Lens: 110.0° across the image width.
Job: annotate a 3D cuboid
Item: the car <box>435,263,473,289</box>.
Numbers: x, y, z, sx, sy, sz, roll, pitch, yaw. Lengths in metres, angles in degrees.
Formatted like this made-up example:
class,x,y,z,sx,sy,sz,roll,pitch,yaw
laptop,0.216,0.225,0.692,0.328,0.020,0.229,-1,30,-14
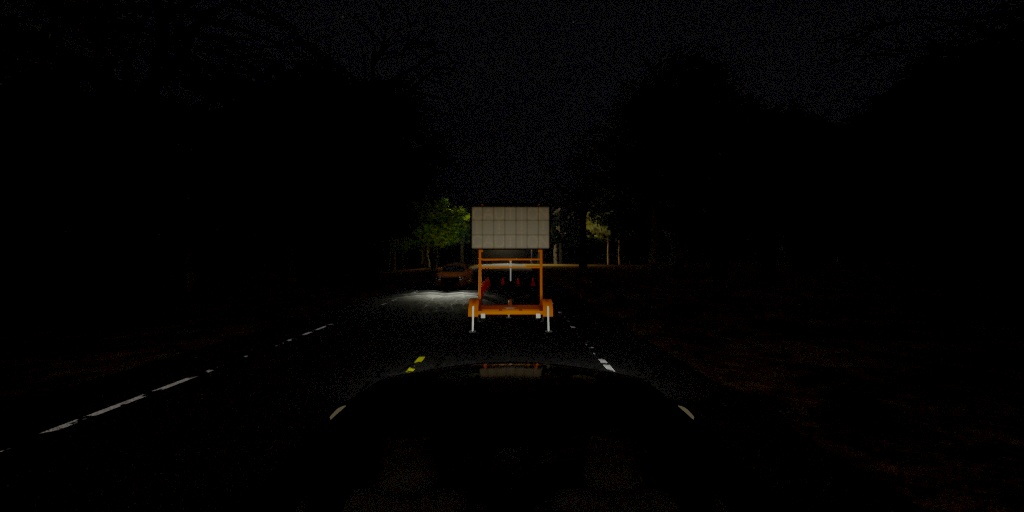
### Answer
class,x,y,z,sx,sy,sz,roll,pitch,yaw
car,-3.605,1.211,23.044,1.882,1.535,5.008,0,0,0

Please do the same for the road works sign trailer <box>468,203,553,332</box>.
class,x,y,z,sx,sy,sz,roll,pitch,yaw
road works sign trailer,-0.043,0.214,10.838,2.380,3.560,2.880,0,0,0
